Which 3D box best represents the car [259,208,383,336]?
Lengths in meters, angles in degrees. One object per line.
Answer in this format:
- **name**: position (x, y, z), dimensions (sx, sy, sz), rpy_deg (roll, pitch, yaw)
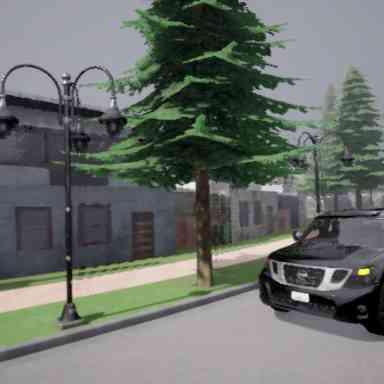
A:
- **car**: position (3.813, 1.429, 7.527), dimensions (5.566, 2.045, 2.150), rpy_deg (1, -3, -43)
